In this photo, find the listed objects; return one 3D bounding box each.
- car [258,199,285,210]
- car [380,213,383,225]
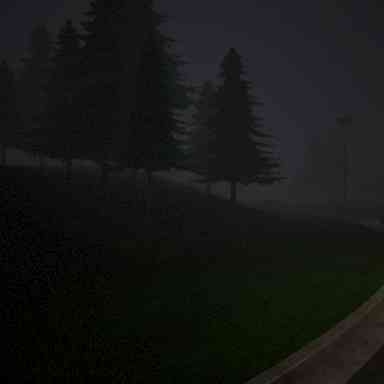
[{"bbox_3d":[11.625,1.822,48.853,1.837,1.490,4.892,0,0,-19],"label":"car"},{"bbox_3d":[14.341,1.654,22.506,1.812,1.442,4.674,0,0,12],"label":"car"}]
